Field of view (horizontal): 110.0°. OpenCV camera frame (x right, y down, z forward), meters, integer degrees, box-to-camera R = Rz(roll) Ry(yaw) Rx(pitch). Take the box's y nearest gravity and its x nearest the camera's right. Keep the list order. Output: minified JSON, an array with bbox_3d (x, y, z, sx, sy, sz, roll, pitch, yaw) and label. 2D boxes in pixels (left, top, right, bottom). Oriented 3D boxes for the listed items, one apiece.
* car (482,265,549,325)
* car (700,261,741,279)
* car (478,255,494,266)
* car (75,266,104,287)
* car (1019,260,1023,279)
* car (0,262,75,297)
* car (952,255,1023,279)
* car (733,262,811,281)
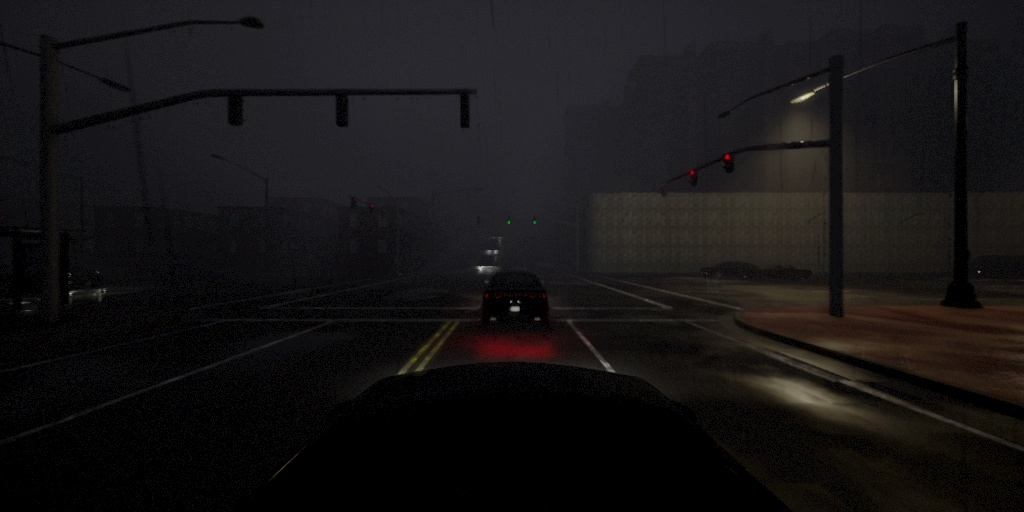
[{"bbox_3d":[0.094,1.218,11.815,1.882,1.535,5.008,0,0,0],"label":"car"},{"bbox_3d":[19.464,1.226,32.149,4.892,1.490,1.837,0,0,1],"label":"car"},{"bbox_3d":[-3.571,0.514,50.055,1.994,1.385,4.181,0,6,0],"label":"car"},{"bbox_3d":[-27.667,1.084,21.607,4.553,1.767,2.097,0,0,1],"label":"car"},{"bbox_3d":[44.208,1.251,28.521,4.674,1.442,1.812,0,0,1],"label":"car"},{"bbox_3d":[-25.861,1.212,18.095,5.008,1.535,1.882,0,0,0],"label":"car"},{"bbox_3d":[43.084,0.946,32.031,5.566,2.045,2.150,0,0,1],"label":"car"},{"bbox_3d":[20.828,1.326,28.643,4.718,1.301,1.895,0,0,1],"label":"car"}]
